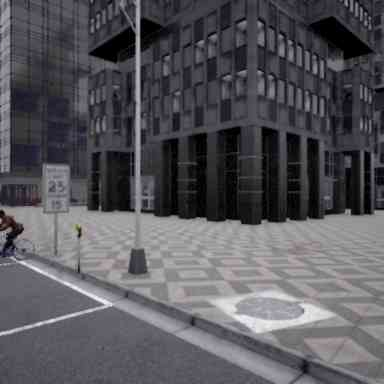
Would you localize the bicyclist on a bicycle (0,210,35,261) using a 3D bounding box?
[{"bbox_3d":[-5.692,1.377,10.219,1.656,1.620,0.582,0,0,-44],"label":"bicyclist on a bicycle"}]
